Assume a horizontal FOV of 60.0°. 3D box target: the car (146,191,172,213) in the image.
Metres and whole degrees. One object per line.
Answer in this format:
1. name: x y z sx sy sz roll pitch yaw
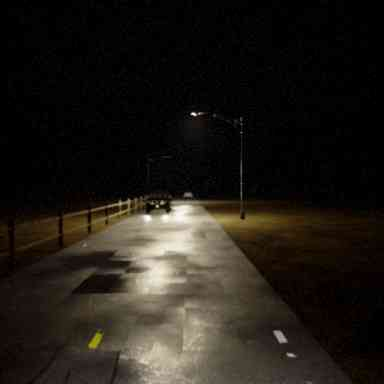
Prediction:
1. car: -3.113 0.894 32.221 2.150 2.045 5.566 0 1 -1

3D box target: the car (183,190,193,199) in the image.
1. car: -0.908 0.584 79.469 2.150 2.045 5.566 0 0 -1

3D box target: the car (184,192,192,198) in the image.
1. car: -1.026 0.830 89.866 1.994 1.385 4.181 0 0 -1
